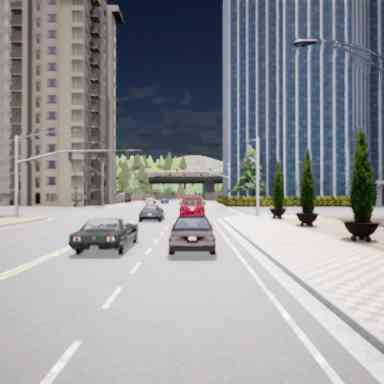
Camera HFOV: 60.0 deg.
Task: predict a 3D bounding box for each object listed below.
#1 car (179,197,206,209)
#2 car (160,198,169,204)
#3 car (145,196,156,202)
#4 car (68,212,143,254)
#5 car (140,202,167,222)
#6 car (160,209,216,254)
[{"bbox_3d":[0.036,1.487,29.043,2.150,2.045,5.566,0,0,1],"label":"car"},{"bbox_3d":[-6.936,2.255,83.870,1.882,1.535,5.008,0,-1,0],"label":"car"},{"bbox_3d":[-10.436,2.002,83.845,2.150,2.045,5.566,0,-1,0],"label":"car"},{"bbox_3d":[-3.488,1.732,14.110,1.895,1.301,4.718,0,0,0],"label":"car"},{"bbox_3d":[-3.511,1.837,29.310,1.994,1.385,4.181,0,0,-1],"label":"car"},{"bbox_3d":[0.012,1.678,13.991,2.033,1.411,5.357,0,0,0],"label":"car"}]
